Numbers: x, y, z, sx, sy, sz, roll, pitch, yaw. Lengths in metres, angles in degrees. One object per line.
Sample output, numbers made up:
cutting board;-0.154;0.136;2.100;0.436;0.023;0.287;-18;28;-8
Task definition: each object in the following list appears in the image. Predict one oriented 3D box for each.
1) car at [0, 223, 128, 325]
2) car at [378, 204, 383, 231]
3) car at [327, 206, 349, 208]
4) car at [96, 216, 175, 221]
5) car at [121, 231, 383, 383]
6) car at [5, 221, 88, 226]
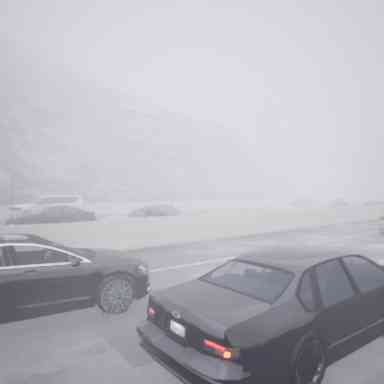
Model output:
car;-3.089;1.507;5.946;4.902;1.511;2.128;0;0;-36
car;11.706;1.520;17.772;5.008;1.535;1.882;0;0;-41
car;20.593;1.637;46.767;1.812;1.442;4.674;0;0;41
car;-3.018;1.649;19.384;4.718;1.301;1.895;0;0;-38
car;1.841;1.560;5.195;5.357;1.411;2.033;0;0;-37
car;-8.251;1.528;19.782;5.008;1.535;1.882;0;0;-37
